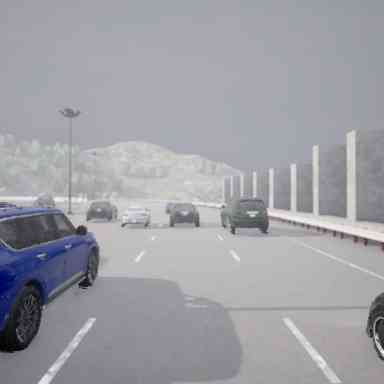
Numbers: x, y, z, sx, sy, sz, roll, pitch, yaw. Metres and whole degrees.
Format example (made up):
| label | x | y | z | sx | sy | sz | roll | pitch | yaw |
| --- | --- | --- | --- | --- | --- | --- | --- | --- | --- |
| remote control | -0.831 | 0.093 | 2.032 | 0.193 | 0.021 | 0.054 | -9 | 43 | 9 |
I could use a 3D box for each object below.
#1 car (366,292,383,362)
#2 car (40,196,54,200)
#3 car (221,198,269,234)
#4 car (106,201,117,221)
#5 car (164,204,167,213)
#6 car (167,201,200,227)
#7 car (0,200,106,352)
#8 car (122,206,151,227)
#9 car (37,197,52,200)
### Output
| label | x | y | z | sx | sy | sz | roll | pitch | yaw |
| --- | --- | --- | --- | --- | --- | --- | --- | --- | --- |
| car | 3.556 | 1.592 | 3.191 | 1.994 | 1.385 | 4.181 | 0 | -1 | 0 |
| car | -21.466 | 1.651 | 48.451 | 2.150 | 2.045 | 5.566 | 0 | -1 | -11 |
| car | 3.173 | 1.405 | 20.868 | 2.150 | 2.045 | 5.566 | 0 | 0 | -3 |
| car | -8.008 | 1.614 | 29.922 | 2.097 | 1.767 | 4.553 | 0 | -1 | -5 |
| car | -2.240 | 1.918 | 40.460 | 1.994 | 1.385 | 4.181 | 0 | 0 | -9 |
| car | -0.595 | 1.570 | 24.999 | 2.097 | 1.767 | 4.553 | 0 | -1 | -3 |
| car | -3.472 | 1.279 | 6.385 | 2.150 | 2.045 | 5.566 | 0 | 0 | -1 |
| car | -4.092 | 1.743 | 24.808 | 1.812 | 1.442 | 4.674 | 0 | -1 | -4 |
| car | -7.046 | 1.321 | 11.249 | 2.150 | 2.045 | 5.566 | 0 | 0 | -1 |
